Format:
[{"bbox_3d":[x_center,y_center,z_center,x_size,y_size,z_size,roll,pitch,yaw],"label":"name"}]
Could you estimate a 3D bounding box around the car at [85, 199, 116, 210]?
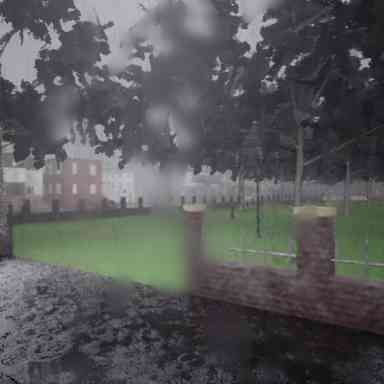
[{"bbox_3d":[-12.103,1.635,42.890,2.128,1.511,4.902,0,0,36],"label":"car"}]
